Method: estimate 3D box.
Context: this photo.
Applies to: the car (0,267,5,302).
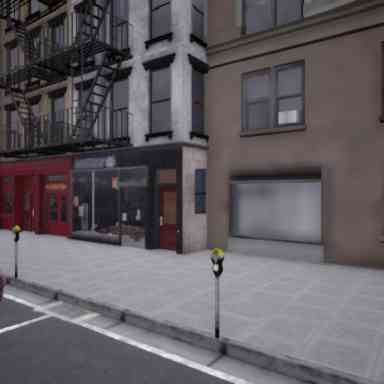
[{"bbox_3d":[-5.309,1.579,6.597,4.206,1.307,1.802,0,0,36],"label":"car"}]
